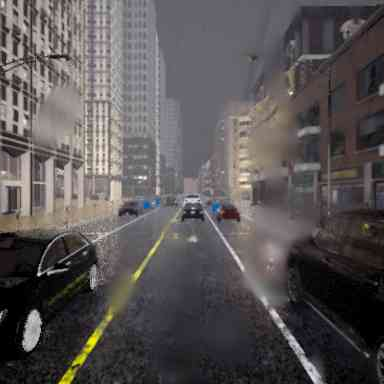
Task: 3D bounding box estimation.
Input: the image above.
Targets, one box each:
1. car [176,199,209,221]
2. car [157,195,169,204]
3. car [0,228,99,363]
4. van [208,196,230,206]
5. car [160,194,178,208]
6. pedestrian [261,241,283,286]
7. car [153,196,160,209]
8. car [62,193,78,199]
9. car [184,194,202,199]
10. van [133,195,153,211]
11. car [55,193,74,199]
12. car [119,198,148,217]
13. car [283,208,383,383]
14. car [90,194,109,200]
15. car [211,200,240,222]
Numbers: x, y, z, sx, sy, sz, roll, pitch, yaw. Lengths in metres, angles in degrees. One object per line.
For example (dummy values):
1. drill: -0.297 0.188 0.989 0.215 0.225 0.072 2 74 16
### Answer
1. car: 0.083 1.540 26.788 2.033 1.411 5.357 0 0 0
2. car: -5.653 1.437 65.281 1.967 1.590 4.097 0 0 0
3. car: -3.094 1.502 6.041 1.837 1.490 4.892 0 0 0
4. van: 2.709 1.332 31.384 1.690 1.788 3.998 0 0 0
5. car: -3.051 1.344 48.348 2.097 1.767 4.553 0 0 0
6. pedestrian: 1.937 1.671 7.952 0.500 1.100 0.500 0 0 -2
7. car: -5.665 1.542 42.687 2.008 1.369 4.403 0 0 0
8. car: -26.664 1.105 76.060 4.206 1.307 1.802 1 -1 0
9. car: 0.095 1.213 44.210 2.150 2.045 5.566 0 0 0
10. van: -5.669 1.333 37.038 1.690 1.788 3.998 0 0 0
11. car: -32.314 0.987 84.430 4.206 1.307 1.802 1 -1 0
12. car: -5.671 1.558 31.389 1.947 1.339 4.313 0 0 0
13. car: 3.003 1.223 4.736 2.150 2.045 5.566 0 0 0
14. car: -21.087 1.070 76.072 4.097 1.590 1.967 1 -1 0
15. car: 2.705 1.574 25.736 1.802 1.307 4.206 0 0 0
